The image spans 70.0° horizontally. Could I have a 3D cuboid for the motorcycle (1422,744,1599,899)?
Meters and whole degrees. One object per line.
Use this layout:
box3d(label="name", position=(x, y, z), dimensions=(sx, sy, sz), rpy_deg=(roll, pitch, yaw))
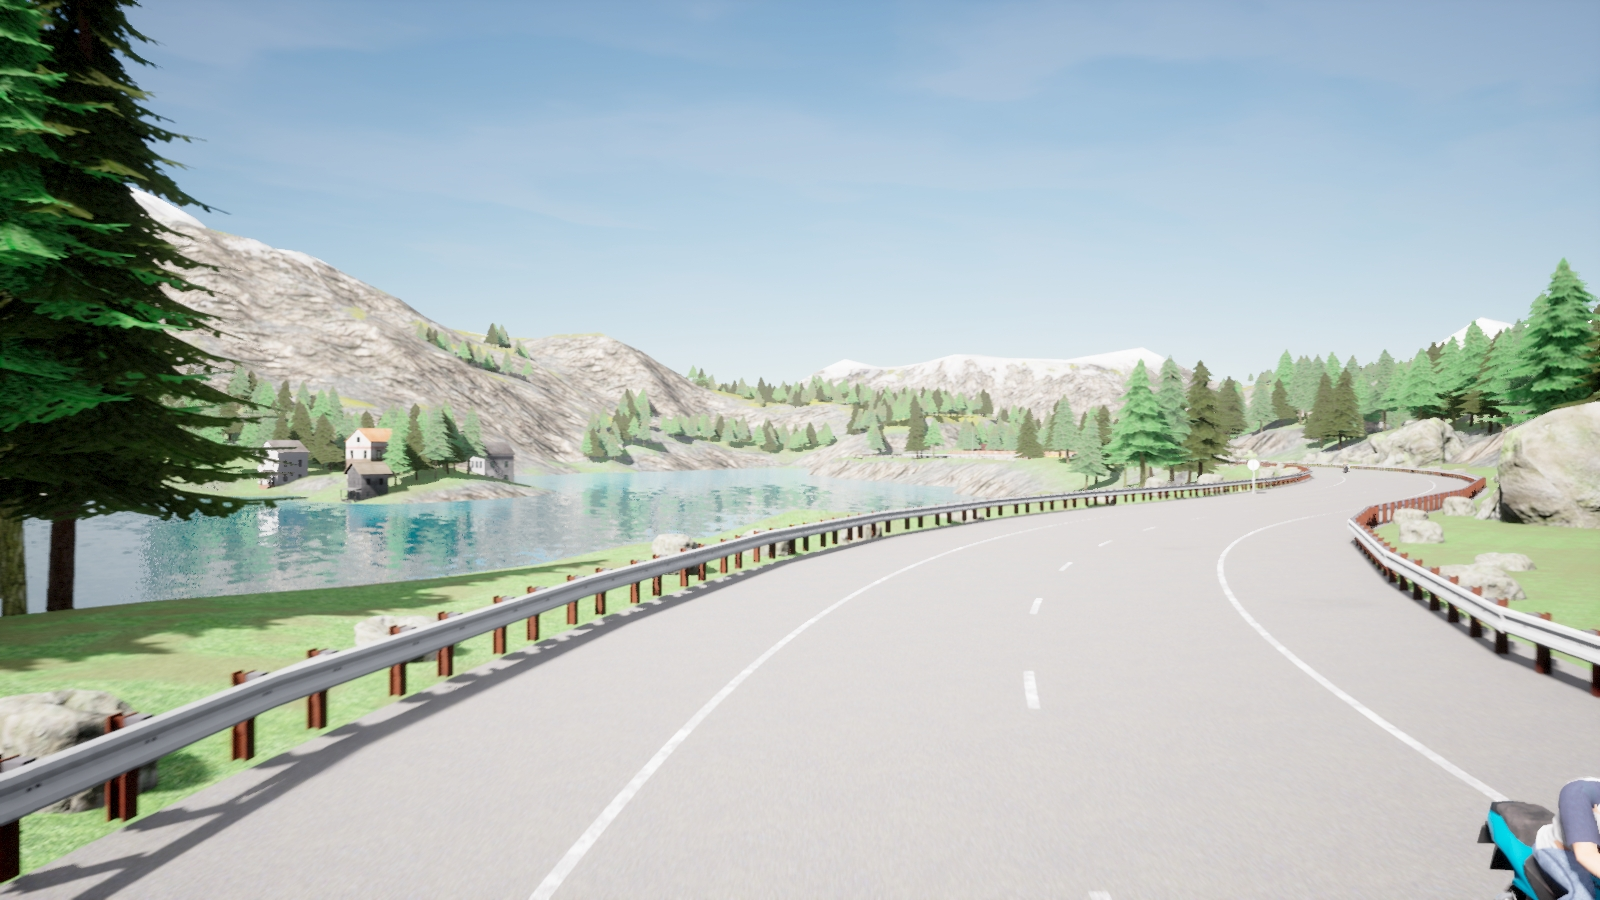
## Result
box3d(label="motorcycle", position=(3.639, 2.177, 5.039), dimensions=(0.803, 1.217, 2.033), rpy_deg=(0, 0, 4))
